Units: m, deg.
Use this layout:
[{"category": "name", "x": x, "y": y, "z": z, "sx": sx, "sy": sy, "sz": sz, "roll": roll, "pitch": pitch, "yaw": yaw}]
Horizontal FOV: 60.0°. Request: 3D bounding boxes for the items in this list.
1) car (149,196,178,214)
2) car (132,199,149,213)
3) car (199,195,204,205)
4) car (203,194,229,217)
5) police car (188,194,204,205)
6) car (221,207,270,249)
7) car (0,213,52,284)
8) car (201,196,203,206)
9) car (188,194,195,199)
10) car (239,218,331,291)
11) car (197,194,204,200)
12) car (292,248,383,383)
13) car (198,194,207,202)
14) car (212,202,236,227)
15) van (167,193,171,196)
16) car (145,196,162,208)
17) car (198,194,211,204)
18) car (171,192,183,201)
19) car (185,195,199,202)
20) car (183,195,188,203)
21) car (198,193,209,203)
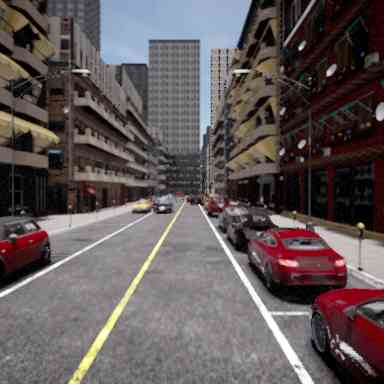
[{"category": "car", "x": -2.933, "y": 1.463, "z": 35.072, "sx": 2.128, "sy": 1.511, "sz": 4.902, "roll": 0, "pitch": 0, "yaw": 0}, {"category": "car", "x": -5.417, "y": 1.496, "z": 36.261, "sx": 1.752, "sy": 1.417, "sz": 4.829, "roll": -1, "pitch": 0, "yaw": 0}, {"category": "car", "x": 2.422, "y": 1.538, "z": 53.119, "sx": 1.802, "sy": 1.307, "sz": 4.206, "roll": -1, "pitch": 0, "yaw": 0}, {"category": "car", "x": 2.474, "y": 1.291, "z": 30.923, "sx": 2.192, "sy": 1.841, "sz": 5.009, "roll": -1, "pitch": 0, "yaw": 0}, {"category": "police car", "x": 0.679, "y": 1.377, "z": 57.467, "sx": 1.930, "sy": 1.638, "sz": 5.238, "roll": 0, "pitch": 0, "yaw": 0}, {"category": "car", "x": 2.520, "y": 1.555, "z": 14.276, "sx": 1.947, "sy": 1.339, "sz": 4.313, "roll": -1, "pitch": 0, "yaw": 0}, {"category": "car", "x": -5.348, "y": 1.433, "z": 8.686, "sx": 1.967, "sy": 1.590, "sz": 4.097, "roll": -1, "pitch": 0, "yaw": 0}, {"category": "car", "x": 2.449, "y": 1.492, "z": 42.191, "sx": 1.752, "sy": 1.417, "sz": 4.829, "roll": -1, "pitch": 0, "yaw": 0}, {"category": "car", "x": -0.234, "y": 1.209, "z": 92.498, "sx": 1.882, "sy": 1.535, "sz": 5.008, "roll": 0, "pitch": 0, "yaw": 0}, {"category": "car", "x": 2.534, "y": 1.576, "z": 8.727, "sx": 1.802, "sy": 1.307, "sz": 4.206, "roll": -1, "pitch": 0, "yaw": 0}, {"category": "car", "x": 2.322, "y": 1.358, "z": 91.962, "sx": 1.967, "sy": 1.590, "sz": 4.097, "roll": -1, "pitch": 0, "yaw": 0}, {"category": "car", "x": 2.548, "y": 1.580, "z": 3.178, "sx": 1.802, "sy": 1.307, "sz": 4.206, "roll": -1, "pitch": 0, "yaw": 0}, {"category": "car", "x": 2.364, "y": 1.375, "z": 75.315, "sx": 1.967, "sy": 1.590, "sz": 4.097, "roll": -1, "pitch": 0, "yaw": 0}, {"category": "car", "x": 2.505, "y": 1.536, "z": 19.825, "sx": 2.008, "sy": 1.369, "sz": 4.403, "roll": -1, "pitch": 0, "yaw": 0}, {"category": "van", "x": -5.545, "y": 1.263, "z": 86.373, "sx": 1.690, "sy": 1.788, "sz": 3.998, "roll": -1, "pitch": 0, "yaw": 0}, {"category": "car", "x": -5.446, "y": 1.401, "z": 47.529, "sx": 1.967, "sy": 1.590, "sz": 4.097, "roll": -1, "pitch": 0, "yaw": 0}, {"category": "car", "x": 2.391, "y": 1.261, "z": 64.216, "sx": 2.192, "sy": 1.841, "sz": 5.009, "roll": -1, "pitch": 0, "yaw": 0}, {"category": "car", "x": -2.945, "y": 1.062, "z": 76.868, "sx": 2.150, "sy": 2.045, "sz": 5.566, "roll": 0, "pitch": 0, "yaw": 0}, {"category": "car", "x": 0.091, "y": 1.442, "z": 73.232, "sx": 1.837, "sy": 1.490, "sz": 4.892, "roll": 0, "pitch": 0, "yaw": 15}, {"category": "car", "x": 0.054, "y": 1.420, "z": 67.154, "sx": 1.882, "sy": 1.535, "sz": 5.008, "roll": 0, "pitch": 0, "yaw": -12}, {"category": "car", "x": 2.377, "y": 1.255, "z": 69.766, "sx": 2.192, "sy": 1.841, "sz": 5.009, "roll": -1, "pitch": 0, "yaw": 0}]
